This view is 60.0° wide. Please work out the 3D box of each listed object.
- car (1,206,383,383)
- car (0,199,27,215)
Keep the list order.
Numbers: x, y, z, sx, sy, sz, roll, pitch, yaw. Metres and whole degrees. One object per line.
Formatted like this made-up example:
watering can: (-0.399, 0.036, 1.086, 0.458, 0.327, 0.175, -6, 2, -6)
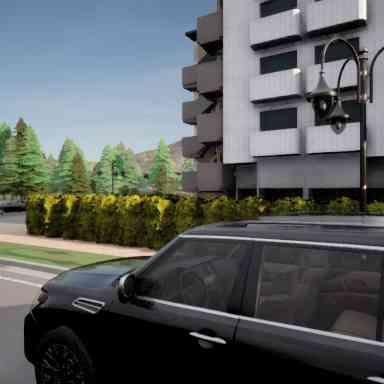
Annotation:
car: (0.773, 1.221, 3.121, 5.566, 2.045, 2.150, 0, 0, 34)
car: (-18.133, 1.491, 33.490, 2.128, 1.511, 4.902, 0, 0, 33)
